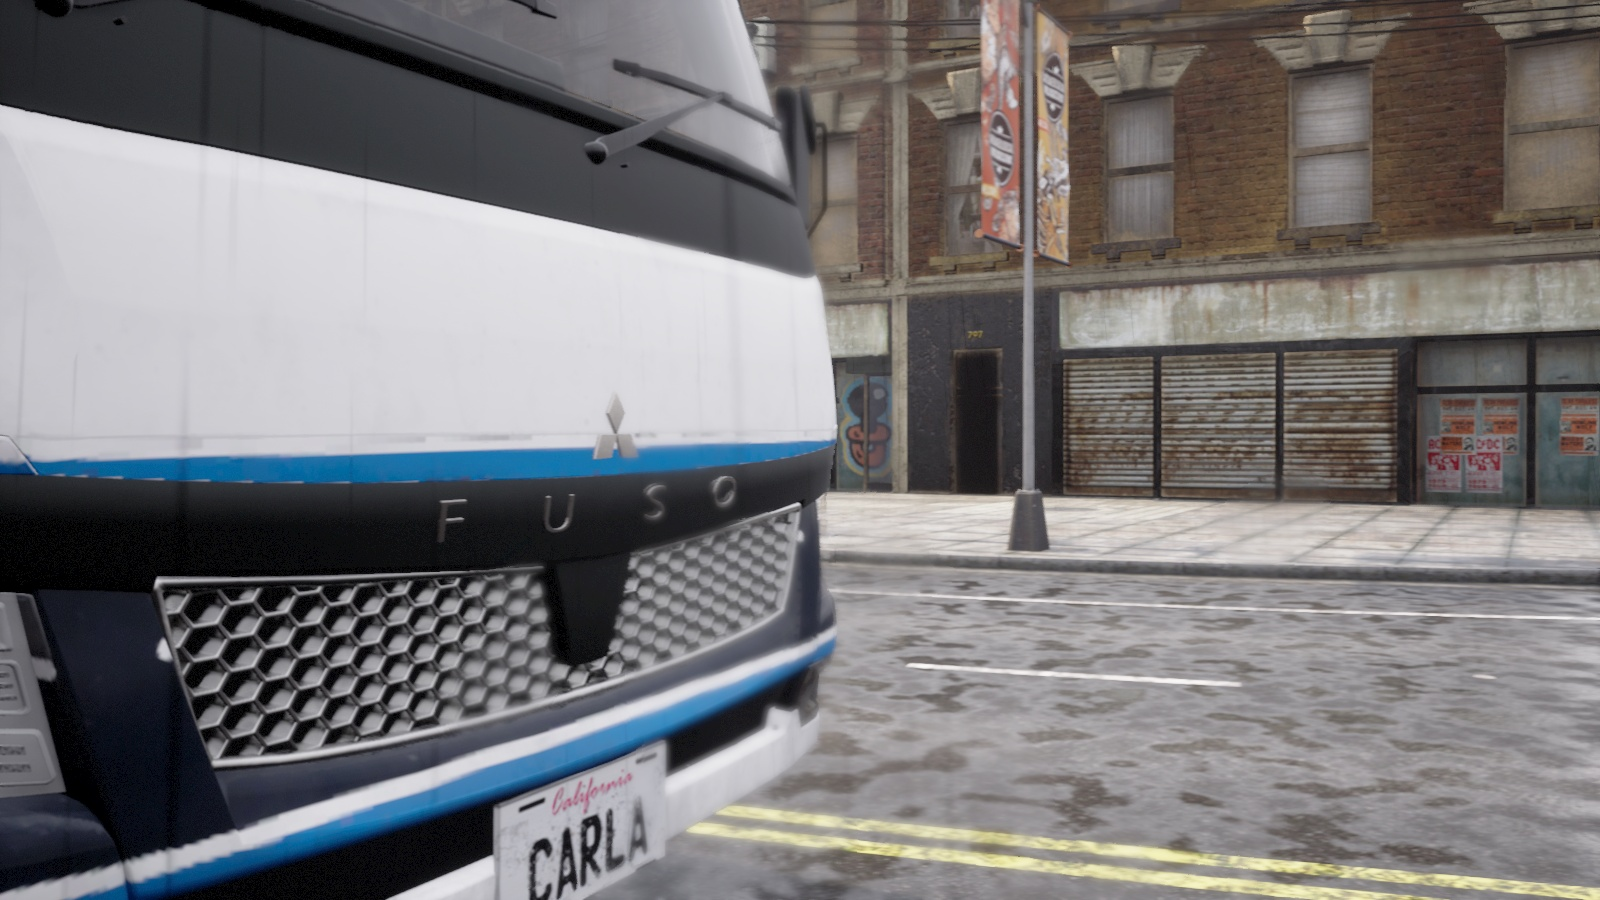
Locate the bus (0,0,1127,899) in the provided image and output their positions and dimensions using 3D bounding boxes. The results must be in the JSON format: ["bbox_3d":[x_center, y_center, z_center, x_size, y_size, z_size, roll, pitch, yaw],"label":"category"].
[{"bbox_3d":[-4.360,-0.641,4.942,10.273,4.253,3.944,1,1,28],"label":"bus"}]
